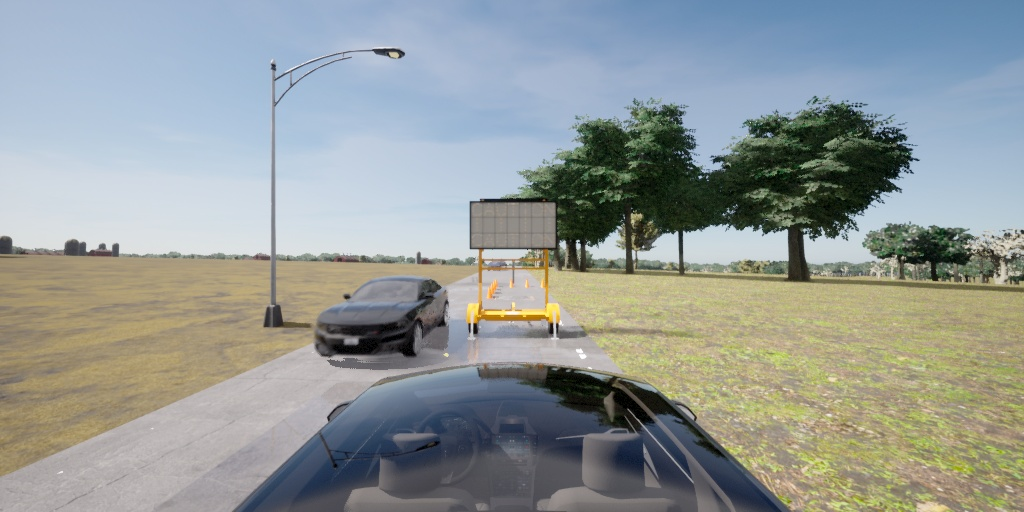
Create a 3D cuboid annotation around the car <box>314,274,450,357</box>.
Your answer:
[{"bbox_3d":[-2.799,1.232,8.777,1.882,1.535,5.008,0,0,0],"label":"car"}]

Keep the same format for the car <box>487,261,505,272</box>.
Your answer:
[{"bbox_3d":[-2.520,1.466,51.081,2.033,1.411,5.357,0,0,0],"label":"car"}]

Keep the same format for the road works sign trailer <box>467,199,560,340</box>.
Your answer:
[{"bbox_3d":[0.040,0.220,9.972,2.380,3.560,2.880,0,0,0],"label":"road works sign trailer"}]
